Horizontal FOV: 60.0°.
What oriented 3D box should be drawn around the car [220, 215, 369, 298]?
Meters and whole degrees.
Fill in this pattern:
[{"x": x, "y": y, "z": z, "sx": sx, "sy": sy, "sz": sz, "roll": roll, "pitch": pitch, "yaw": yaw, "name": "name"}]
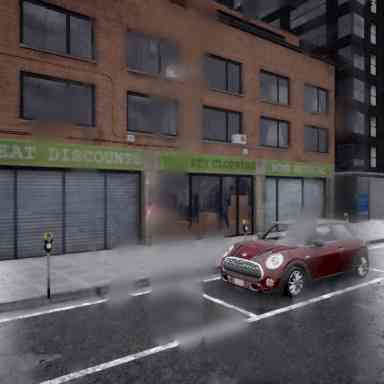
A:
[{"x": 2.644, "y": 1.440, "z": 8.421, "sx": 4.097, "sy": 1.590, "sz": 1.967, "roll": 0, "pitch": 0, "yaw": -36, "name": "car"}]
